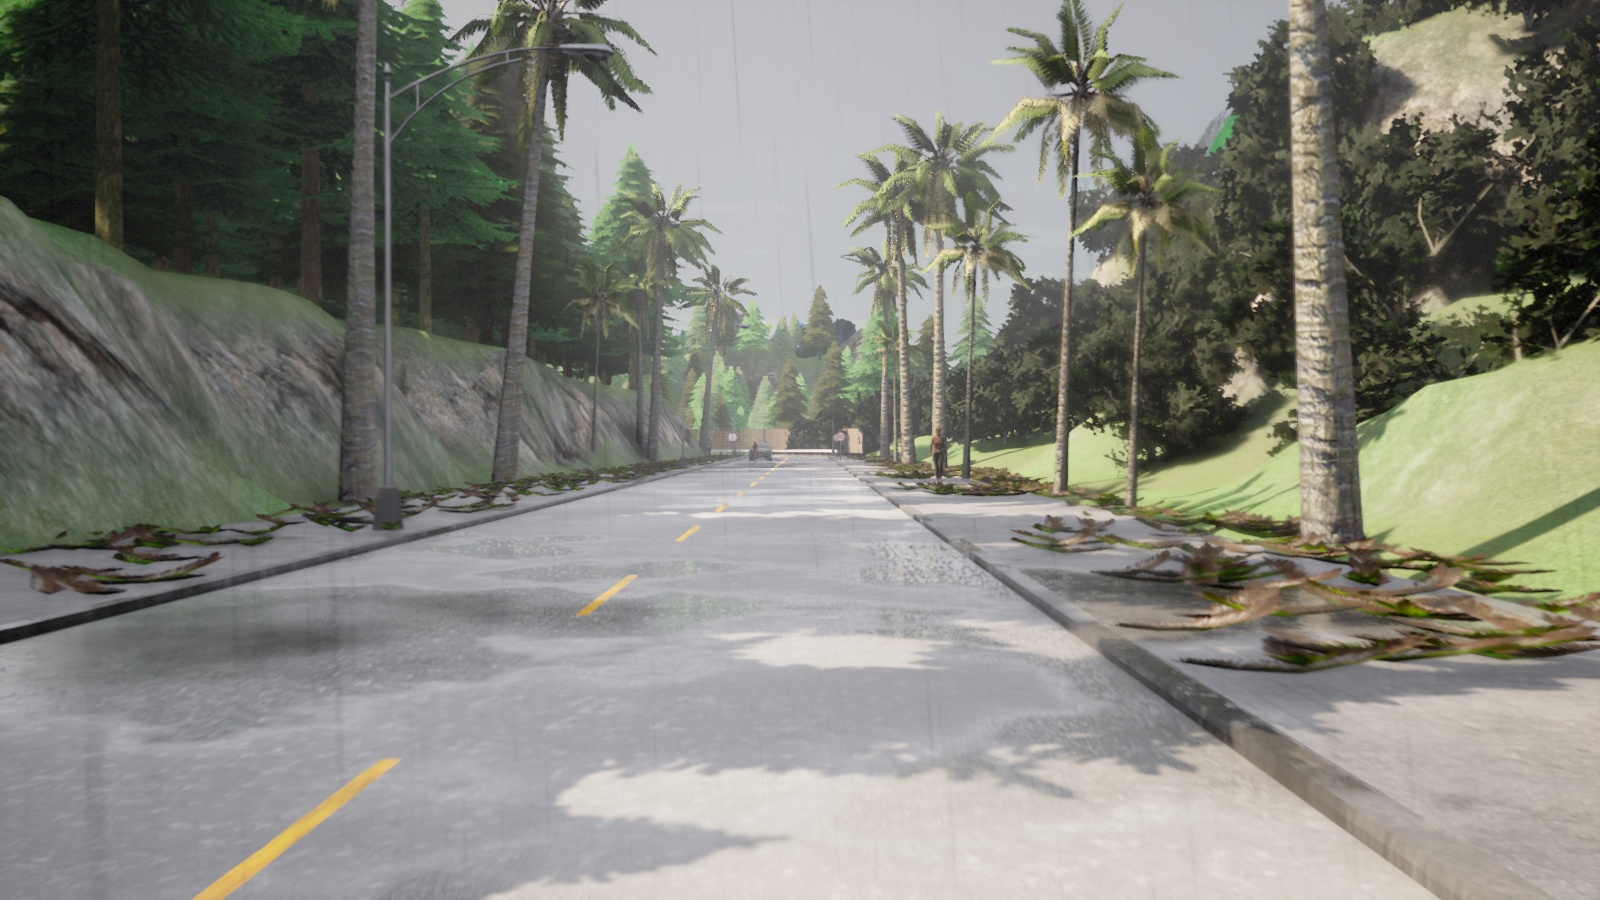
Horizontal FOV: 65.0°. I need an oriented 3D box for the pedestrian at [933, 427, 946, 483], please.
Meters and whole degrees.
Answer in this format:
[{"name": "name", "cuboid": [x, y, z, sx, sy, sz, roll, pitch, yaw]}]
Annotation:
[{"name": "pedestrian", "cuboid": [4.555, 0.171, 41.138, 0.328, 1.805, 0.869, 0, 0, 1]}]
